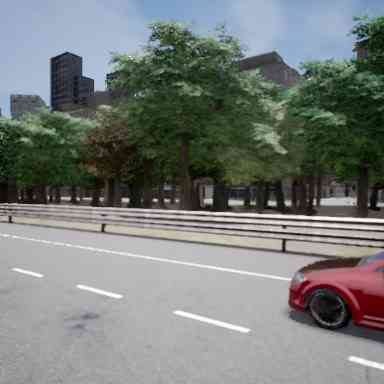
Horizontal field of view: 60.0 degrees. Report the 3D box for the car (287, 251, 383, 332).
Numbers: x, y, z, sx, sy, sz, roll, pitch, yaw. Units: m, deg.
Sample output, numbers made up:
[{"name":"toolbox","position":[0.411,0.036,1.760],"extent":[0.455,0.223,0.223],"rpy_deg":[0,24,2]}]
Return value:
[{"name":"car","position":[3.782,1.565,5.472],"extent":[4.181,1.385,1.994],"rpy_deg":[0,0,35]}]
